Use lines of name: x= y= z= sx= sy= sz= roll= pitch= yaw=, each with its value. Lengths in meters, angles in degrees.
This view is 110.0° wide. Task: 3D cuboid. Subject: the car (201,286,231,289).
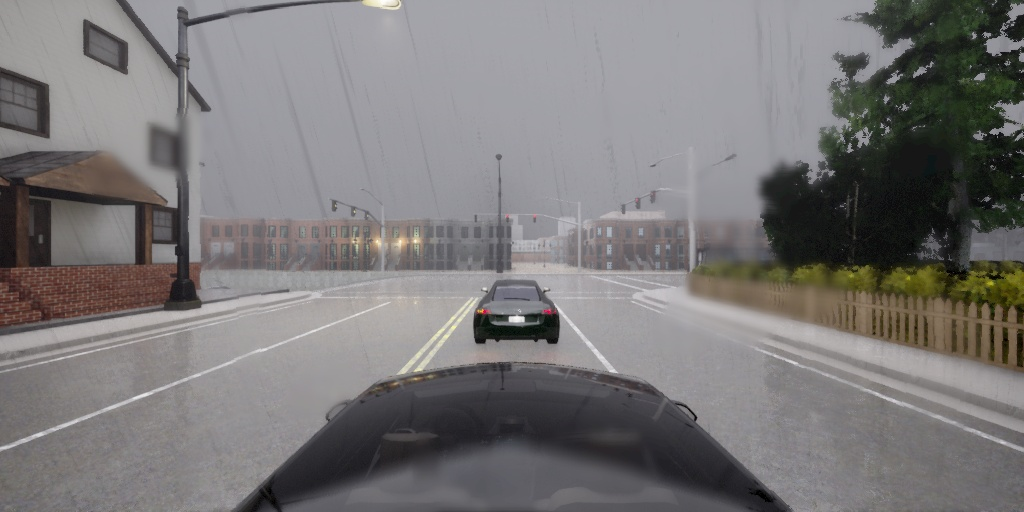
car: x=-22.429 y=3.307 z=26.870 sx=5.566 sy=2.045 sz=2.150 roll=-13 pitch=1 yaw=-1

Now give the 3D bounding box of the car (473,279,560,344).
car: x=0.102 y=1.314 z=9.612 sx=1.994 sy=1.385 sz=4.181 roll=0 pitch=0 yaw=0
